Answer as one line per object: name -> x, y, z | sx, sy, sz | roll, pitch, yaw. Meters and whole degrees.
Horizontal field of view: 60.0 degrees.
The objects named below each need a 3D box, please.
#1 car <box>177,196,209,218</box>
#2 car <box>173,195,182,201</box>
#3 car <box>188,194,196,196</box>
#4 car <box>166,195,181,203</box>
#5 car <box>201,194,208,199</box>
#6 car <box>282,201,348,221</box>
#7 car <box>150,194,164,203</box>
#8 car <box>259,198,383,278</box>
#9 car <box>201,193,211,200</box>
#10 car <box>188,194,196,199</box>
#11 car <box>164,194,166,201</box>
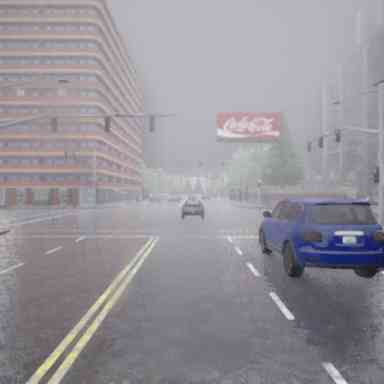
car -> 0.090, 1.413, 28.663 | 2.128, 1.511, 4.902 | 0, 0, 0
car -> -3.486, 1.332, 80.475 | 1.994, 1.385, 4.181 | 0, 0, 0
car -> 0.015, 1.296, 82.606 | 2.128, 1.511, 4.902 | 0, 0, 0
car -> -3.502, 1.349, 64.515 | 1.812, 1.442, 4.674 | 0, 0, 0
car -> 3.517, 1.219, 92.277 | 1.812, 1.442, 4.674 | 0, 0, 0
car -> 9.624, 1.455, 26.005 | 4.674, 1.442, 1.812 | 0, -1, -17
car -> -7.001, 1.302, 64.448 | 1.882, 1.535, 5.008 | 0, 0, 0
car -> 3.572, 1.190, 10.199 | 2.150, 2.045, 5.566 | 0, 0, 0
car -> 3.515, 1.124, 83.453 | 2.097, 1.767, 4.553 | 0, 0, 0
car -> 0.017, 1.234, 92.277 | 2.033, 1.411, 5.357 | 0, 0, 0
car -> -6.986, 1.305, 80.416 | 2.128, 1.511, 4.902 | 0, 0, 0
